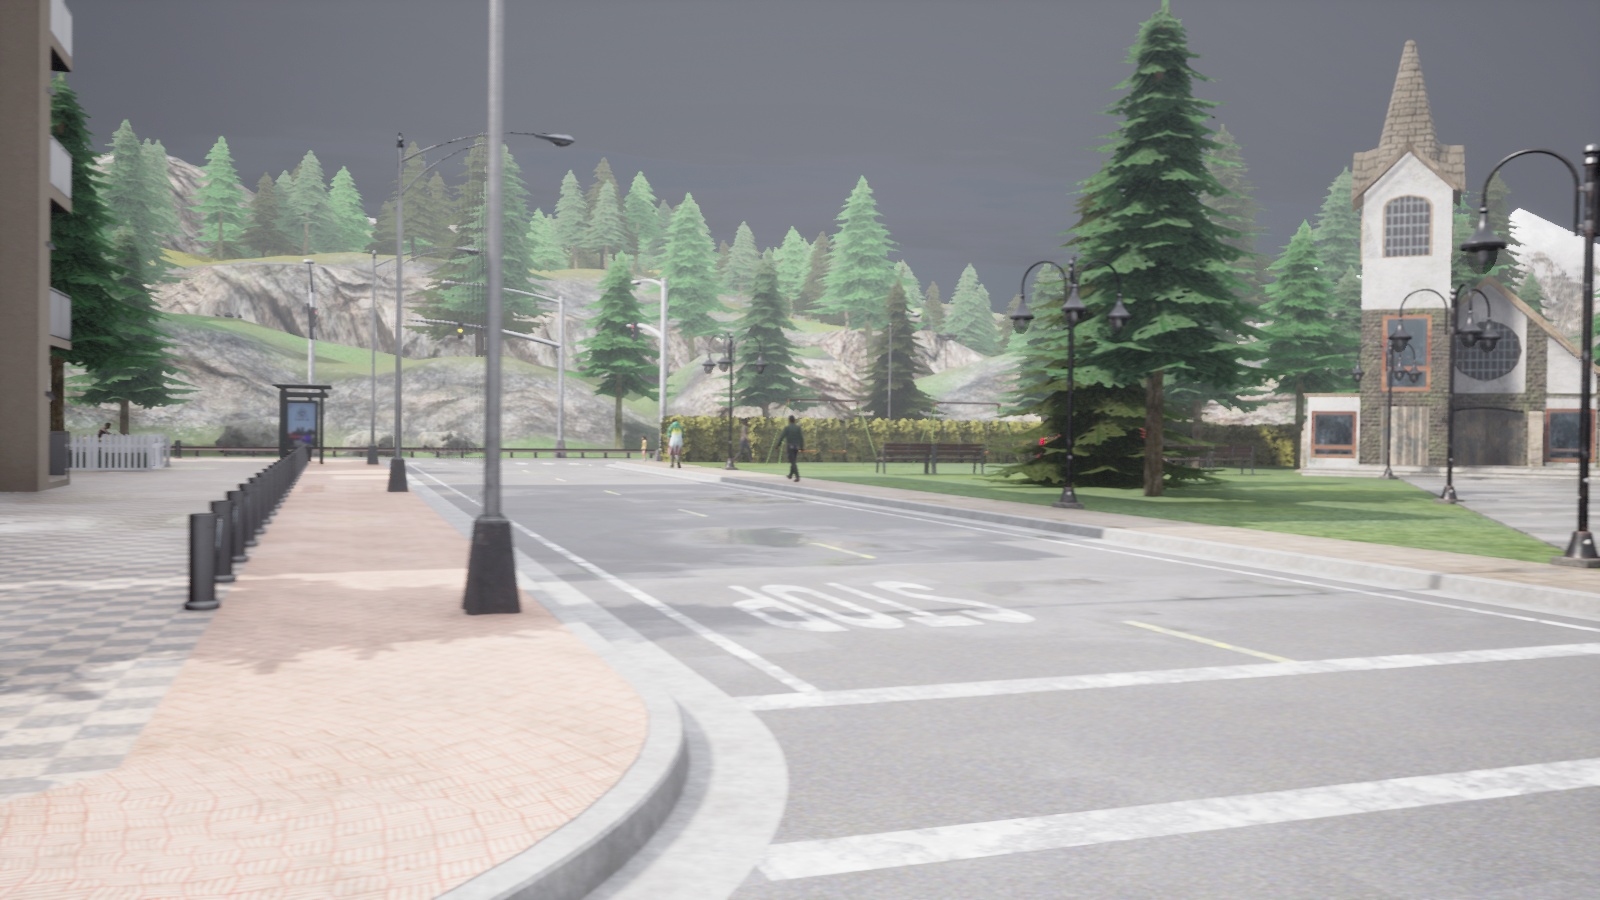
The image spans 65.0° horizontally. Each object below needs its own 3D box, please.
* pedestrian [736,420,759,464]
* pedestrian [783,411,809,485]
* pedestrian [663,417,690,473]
[{"bbox_3d":[-2.130,-0.319,51.388,0.869,1.805,0.328,0,1,10],"label":"pedestrian"},{"bbox_3d":[-0.117,-0.063,33.725,0.423,1.949,0.788,-1,1,-21],"label":"pedestrian"},{"bbox_3d":[-4.385,-0.194,44.512,0.659,1.952,0.873,-1,1,-25],"label":"pedestrian"}]
